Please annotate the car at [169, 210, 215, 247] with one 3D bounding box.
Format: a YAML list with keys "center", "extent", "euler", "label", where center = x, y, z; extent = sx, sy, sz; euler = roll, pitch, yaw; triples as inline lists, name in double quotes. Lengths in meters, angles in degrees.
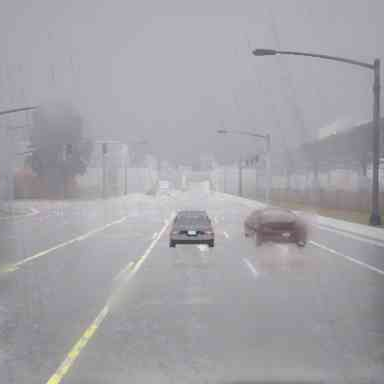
- center: [0.000, 1.518, 14.688]
  extent: [2.033, 1.411, 5.357]
  euler: [0, 0, 0]
  label: "car"

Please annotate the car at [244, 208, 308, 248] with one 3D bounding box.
- center: [3.500, 1.440, 14.688]
  extent: [1.882, 1.535, 5.008]
  euler: [0, 0, 0]
  label: "car"

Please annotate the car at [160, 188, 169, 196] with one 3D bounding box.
- center: [-6.999, -0.033, 85.319]
  extent: [2.150, 2.045, 5.566]
  euler: [0, 1, 0]
  label: "car"

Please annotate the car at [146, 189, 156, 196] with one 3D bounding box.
- center: [-10.499, 0.105, 85.269]
  extent: [2.097, 1.767, 4.553]
  euler: [0, 1, 0]
  label: "car"
